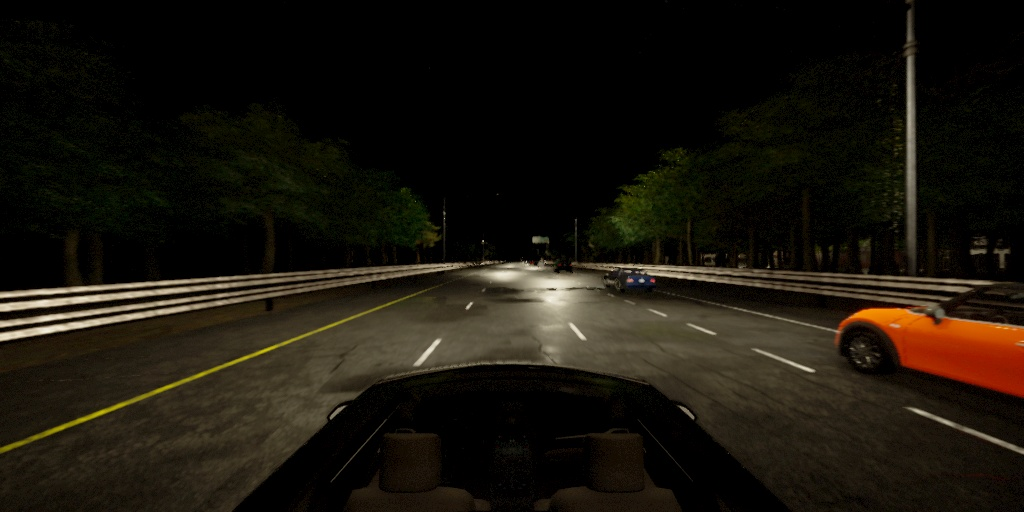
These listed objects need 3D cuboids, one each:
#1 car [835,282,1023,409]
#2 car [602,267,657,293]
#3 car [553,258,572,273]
[{"bbox_3d":[6.997,1.114,4.680,2.097,1.767,4.553,0,0,0],"label":"car"},{"bbox_3d":[7.002,1.399,21.867,2.033,1.411,5.357,0,0,0],"label":"car"},{"bbox_3d":[7.080,1.372,50.303,2.150,2.045,5.566,0,-1,0],"label":"car"}]
